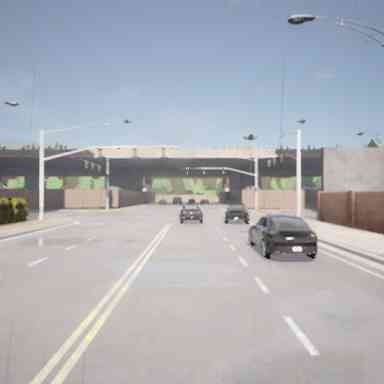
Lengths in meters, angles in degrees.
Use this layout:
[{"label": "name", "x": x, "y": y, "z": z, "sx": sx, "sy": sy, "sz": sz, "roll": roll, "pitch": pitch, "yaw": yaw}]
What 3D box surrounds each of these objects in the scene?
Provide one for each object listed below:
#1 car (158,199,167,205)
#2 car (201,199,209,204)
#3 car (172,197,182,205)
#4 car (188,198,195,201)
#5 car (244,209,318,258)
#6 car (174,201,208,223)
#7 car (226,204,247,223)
[{"label": "car", "x": -7.022, "y": 2.427, "z": 80.023, "sx": 2.033, "sy": 1.411, "sz": 5.357, "roll": 0, "pitch": -1, "yaw": 0}, {"label": "car", "x": 3.476, "y": 2.484, "z": 86.972, "sx": 1.812, "sy": 1.442, "sz": 4.674, "roll": 0, "pitch": -1, "yaw": 0}, {"label": "car", "x": -3.522, "y": 2.112, "z": 79.998, "sx": 2.150, "sy": 2.045, "sz": 5.566, "roll": 0, "pitch": -1, "yaw": 0}, {"label": "car", "x": -0.024, "y": 2.456, "z": 86.597, "sx": 1.837, "sy": 1.490, "sz": 4.892, "roll": 0, "pitch": -1, "yaw": 0}, {"label": "car", "x": 3.518, "y": 1.658, "z": 13.488, "sx": 1.837, "sy": 1.490, "sz": 4.892, "roll": 0, "pitch": 0, "yaw": 0}, {"label": "car", "x": -0.205, "y": 1.801, "z": 28.458, "sx": 2.128, "sy": 1.511, "sz": 4.902, "roll": 0, "pitch": 0, "yaw": -5}, {"label": "car", "x": 3.949, "y": 1.815, "z": 28.404, "sx": 1.837, "sy": 1.490, "sz": 4.892, "roll": -1, "pitch": 0, "yaw": 12}]
